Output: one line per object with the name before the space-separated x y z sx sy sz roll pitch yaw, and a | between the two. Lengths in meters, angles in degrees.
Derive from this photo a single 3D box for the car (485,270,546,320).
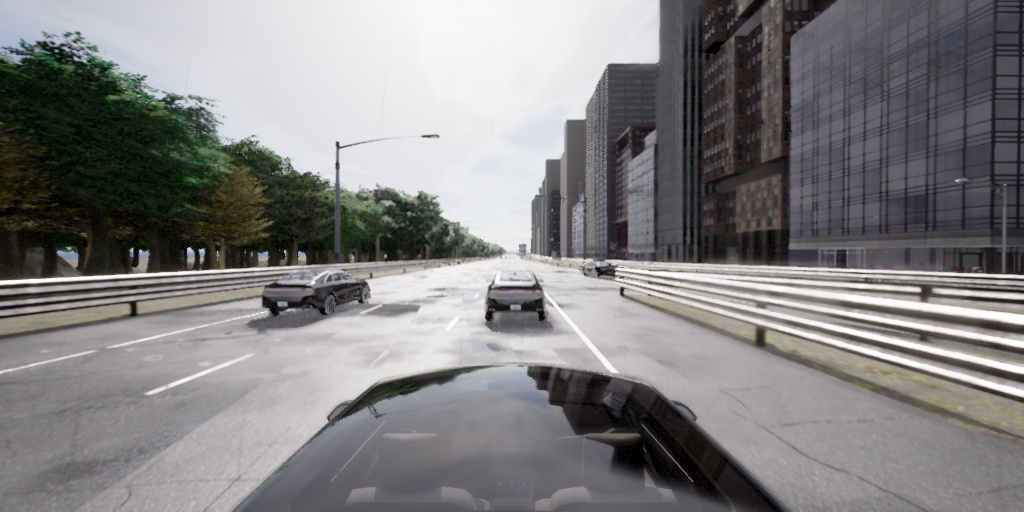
car | 0.102 1.232 12.522 2.128 1.511 4.902 0 0 0

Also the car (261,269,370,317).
car | -6.898 1.231 13.208 2.128 1.511 4.902 0 0 0

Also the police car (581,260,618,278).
police car | 8.089 1.181 33.702 1.930 1.638 5.238 0 0 -11
